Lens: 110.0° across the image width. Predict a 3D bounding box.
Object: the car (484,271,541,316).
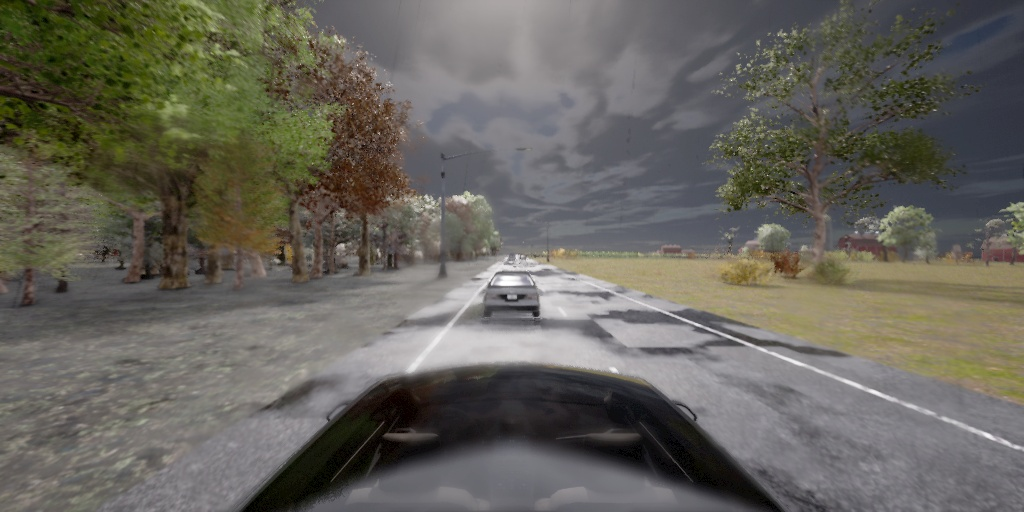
[{"bbox_3d":[0.000,1.232,12.984,2.033,1.411,5.357,0,0,0],"label":"car"}]
